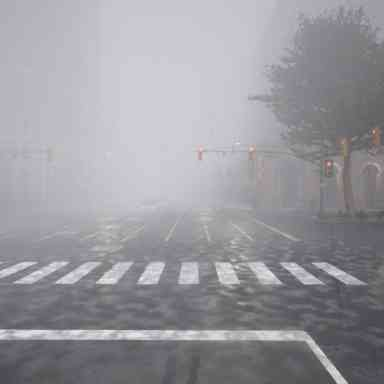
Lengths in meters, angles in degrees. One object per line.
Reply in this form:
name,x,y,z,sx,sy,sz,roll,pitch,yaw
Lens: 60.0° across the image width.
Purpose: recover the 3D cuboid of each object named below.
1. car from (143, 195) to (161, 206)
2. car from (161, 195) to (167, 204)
car,-6.765,1.477,54.701,1.882,1.535,5.008,0,0,1
car,-6.674,1.352,64.256,2.097,1.767,4.553,0,0,1
